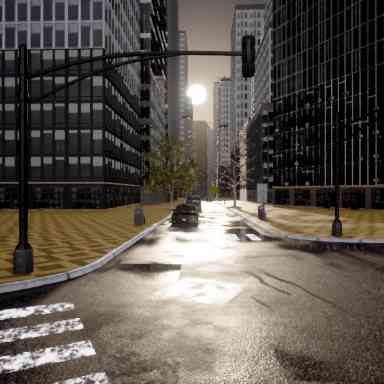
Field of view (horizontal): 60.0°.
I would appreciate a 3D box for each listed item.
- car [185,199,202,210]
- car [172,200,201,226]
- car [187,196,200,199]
[{"bbox_3d":[-0.114,1.777,35.644,1.812,1.442,4.674,0,0,2],"label":"car"},{"bbox_3d":[-0.462,1.654,25.431,1.882,1.535,5.008,0,0,2],"label":"car"},{"bbox_3d":[0.245,1.554,46.298,2.150,2.045,5.566,0,0,2],"label":"car"}]
